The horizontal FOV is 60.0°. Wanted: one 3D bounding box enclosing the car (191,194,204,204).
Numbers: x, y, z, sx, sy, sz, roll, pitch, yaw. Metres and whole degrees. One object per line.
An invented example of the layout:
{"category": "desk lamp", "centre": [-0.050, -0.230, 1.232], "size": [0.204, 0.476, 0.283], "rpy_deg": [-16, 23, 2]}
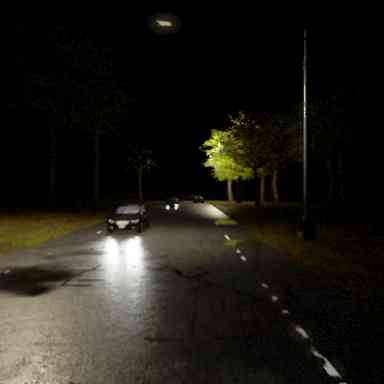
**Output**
{"category": "car", "centre": [1.241, 1.429, 62.469], "size": [1.812, 1.442, 4.674], "rpy_deg": [0, 0, 0]}

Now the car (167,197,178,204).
{"category": "car", "centre": [-3.523, 1.513, 60.218], "size": [1.895, 1.301, 4.718], "rpy_deg": [0, 0, 1]}

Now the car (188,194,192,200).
{"category": "car", "centre": [0.020, 1.327, 80.270], "size": [1.994, 1.385, 4.181], "rpy_deg": [0, 0, 0]}

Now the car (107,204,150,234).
{"category": "car", "centre": [-3.594, 1.505, 19.534], "size": [2.128, 1.511, 4.902], "rpy_deg": [0, 0, 0]}
